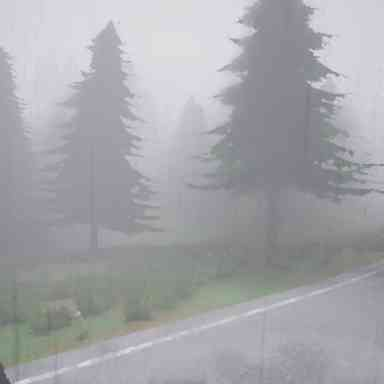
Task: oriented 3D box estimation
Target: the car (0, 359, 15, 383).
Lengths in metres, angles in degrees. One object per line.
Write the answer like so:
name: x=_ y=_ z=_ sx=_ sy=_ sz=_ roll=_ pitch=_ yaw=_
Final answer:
car: x=-2.984 y=1.585 z=1.341 sx=4.181 sy=1.385 sz=1.994 roll=0 pitch=-1 yaw=-38
